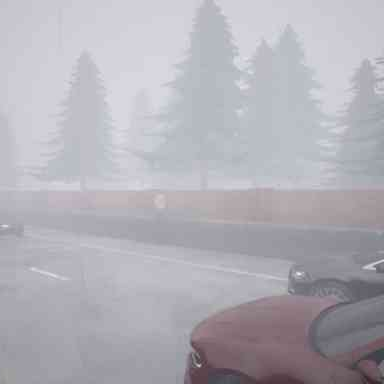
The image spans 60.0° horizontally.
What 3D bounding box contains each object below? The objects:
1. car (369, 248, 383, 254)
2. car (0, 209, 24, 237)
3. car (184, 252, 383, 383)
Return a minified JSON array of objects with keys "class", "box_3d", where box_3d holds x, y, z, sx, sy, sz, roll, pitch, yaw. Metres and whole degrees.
[{"class":"car","box_3d":[4.075,1.512,5.468,4.902,1.511,2.128,0,0,36]},{"class":"car","box_3d":[-10.384,1.587,17.103,4.181,1.385,1.994,0,0,40]},{"class":"car","box_3d":[2.229,1.488,2.489,5.008,1.535,1.882,0,0,35]}]
